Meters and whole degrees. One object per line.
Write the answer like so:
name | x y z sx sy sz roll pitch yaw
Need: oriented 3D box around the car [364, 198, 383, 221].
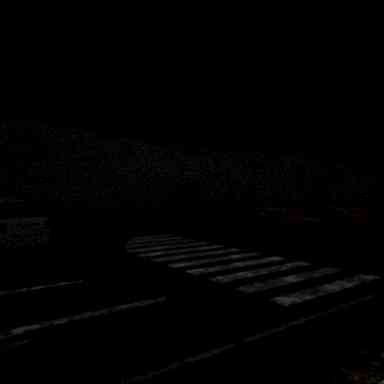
car | 14.757 1.552 27.118 4.553 1.767 2.185 -1 -1 34

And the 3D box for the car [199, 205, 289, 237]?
car | 2.590 1.601 18.474 4.674 1.452 2.002 -1 -1 35

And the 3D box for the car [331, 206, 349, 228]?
car | 7.419 1.638 21.954 4.792 1.488 2.163 -1 -1 34

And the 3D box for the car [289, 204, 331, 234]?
car | 5.170 1.578 20.106 5.366 1.575 1.946 -1 -1 35

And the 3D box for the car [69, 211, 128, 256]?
car | -4.699 1.511 13.296 4.892 1.521 2.231 -1 -1 34

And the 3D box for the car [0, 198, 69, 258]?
car | -7.153 1.245 11.571 5.566 2.045 2.435 -1 -1 35

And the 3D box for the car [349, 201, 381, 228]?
car | 10.029 1.628 23.569 5.366 1.575 1.946 -1 -1 35
